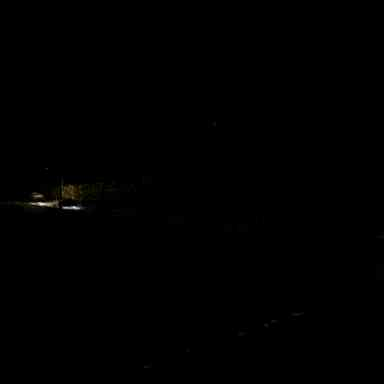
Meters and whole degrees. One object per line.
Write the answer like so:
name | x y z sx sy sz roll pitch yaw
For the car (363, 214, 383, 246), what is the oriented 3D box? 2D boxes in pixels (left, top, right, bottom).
car | 9.095 1.412 12.465 1.837 1.490 4.892 -1 0 -39

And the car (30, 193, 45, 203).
car | -32.171 1.217 69.041 2.150 2.045 5.566 -1 1 -35

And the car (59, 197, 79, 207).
car | -18.450 1.515 49.763 1.994 1.385 4.181 -1 1 -35
